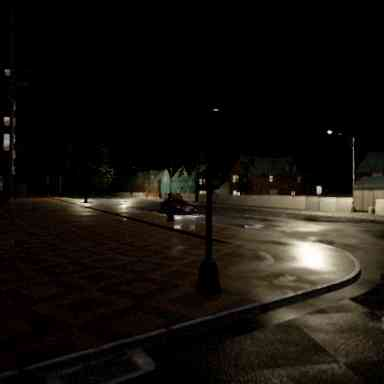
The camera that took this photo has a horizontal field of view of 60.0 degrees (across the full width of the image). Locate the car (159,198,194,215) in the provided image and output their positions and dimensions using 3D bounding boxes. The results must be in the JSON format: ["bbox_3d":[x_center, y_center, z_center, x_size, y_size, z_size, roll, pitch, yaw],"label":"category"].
[{"bbox_3d":[-1.497,1.258,30.526,1.812,1.442,4.674,1,0,-28],"label":"car"}]
